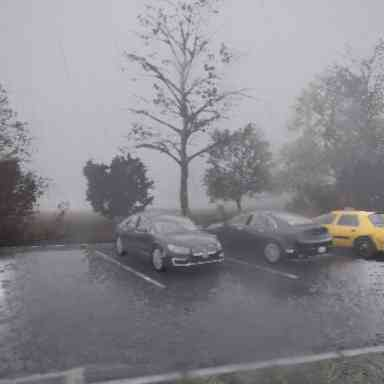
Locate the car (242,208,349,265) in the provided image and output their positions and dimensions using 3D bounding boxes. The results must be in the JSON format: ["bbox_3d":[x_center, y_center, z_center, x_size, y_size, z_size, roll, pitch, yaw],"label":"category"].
[{"bbox_3d":[2.357,1.375,11.394,2.231,1.521,4.892,-1,0,-33],"label":"car"}]

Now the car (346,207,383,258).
[{"bbox_3d":[5.562,1.337,12.295,1.946,1.575,5.366,-1,0,-33],"label":"car"}]

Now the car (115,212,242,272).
[{"bbox_3d":[-0.958,1.409,10.664,2.231,1.521,4.892,0,0,-33],"label":"car"}]
